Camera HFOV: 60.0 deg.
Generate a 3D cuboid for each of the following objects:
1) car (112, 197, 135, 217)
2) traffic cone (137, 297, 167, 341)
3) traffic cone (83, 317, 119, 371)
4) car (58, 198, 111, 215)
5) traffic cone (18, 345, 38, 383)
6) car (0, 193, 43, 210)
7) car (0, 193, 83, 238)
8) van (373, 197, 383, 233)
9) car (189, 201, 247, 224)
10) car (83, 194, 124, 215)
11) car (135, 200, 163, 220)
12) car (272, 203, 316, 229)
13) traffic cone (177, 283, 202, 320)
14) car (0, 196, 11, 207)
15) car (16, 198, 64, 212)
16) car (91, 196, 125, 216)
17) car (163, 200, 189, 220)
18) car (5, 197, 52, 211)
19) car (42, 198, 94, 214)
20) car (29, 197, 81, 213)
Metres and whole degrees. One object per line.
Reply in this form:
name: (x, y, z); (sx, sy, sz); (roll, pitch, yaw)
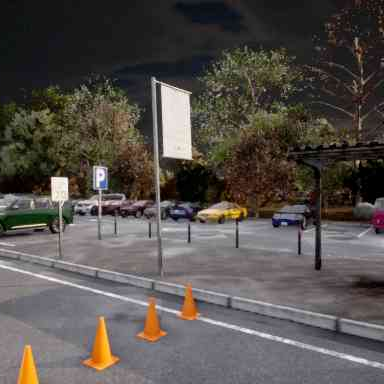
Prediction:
car: (-4.365, 1.469, 30.117); (2.097, 1.535, 5.008); (0, 0, 35)
traffic cone: (-0.626, 1.957, 5.225); (0.340, 0.580, 0.340); (0, 0, 35)
traffic cone: (-1.201, 1.957, 4.408); (0.340, 0.580, 0.340); (0, 0, 35)
car: (-11.185, 1.461, 34.892); (2.231, 1.521, 4.892); (0, 0, 35)
traffic cone: (-1.776, 1.957, 3.592); (0.340, 0.580, 0.340); (0, 0, 35)
car: (-22.560, 1.153, 42.853); (2.435, 2.045, 5.566); (0, 0, 35)
car: (-8.918, 1.221, 17.290); (2.435, 2.045, 5.566); (0, 0, 35)
van: (11.598, 1.264, 19.042); (1.878, 1.987, 4.442); (0, 0, 35)
car: (2.339, 1.475, 25.175); (1.946, 1.575, 5.366); (0, 0, 35)
car: (-8.928, 1.212, 33.279); (2.435, 2.045, 5.566); (0, 0, 35)
car: (-2.093, 1.473, 28.522); (2.231, 1.521, 4.892); (0, 0, 35)
car: (6.972, 1.513, 22.113); (2.163, 1.488, 4.792); (0, 0, 35)
traffic cone: (-0.051, 1.957, 6.041); (0.340, 0.580, 0.340); (0, 0, 36)
car: (-29.253, 1.332, 47.815); (1.946, 1.575, 5.366); (1, 0, 35)
car: (-18.013, 1.468, 39.659); (2.163, 1.488, 4.792); (0, 0, 35)
car: (-6.637, 1.466, 31.712); (2.097, 1.535, 5.008); (0, 0, 35)
car: (0.191, 1.504, 26.946); (2.163, 1.488, 4.792); (0, 0, 35)
car: (-20.257, 1.451, 41.306); (2.163, 1.488, 4.792); (0, 0, 35)
car: (-13.458, 1.454, 36.490); (2.097, 1.535, 5.008); (0, 0, 35)
car: (-15.622, 1.444, 38.241); (1.946, 1.575, 5.366); (0, 0, 35)
